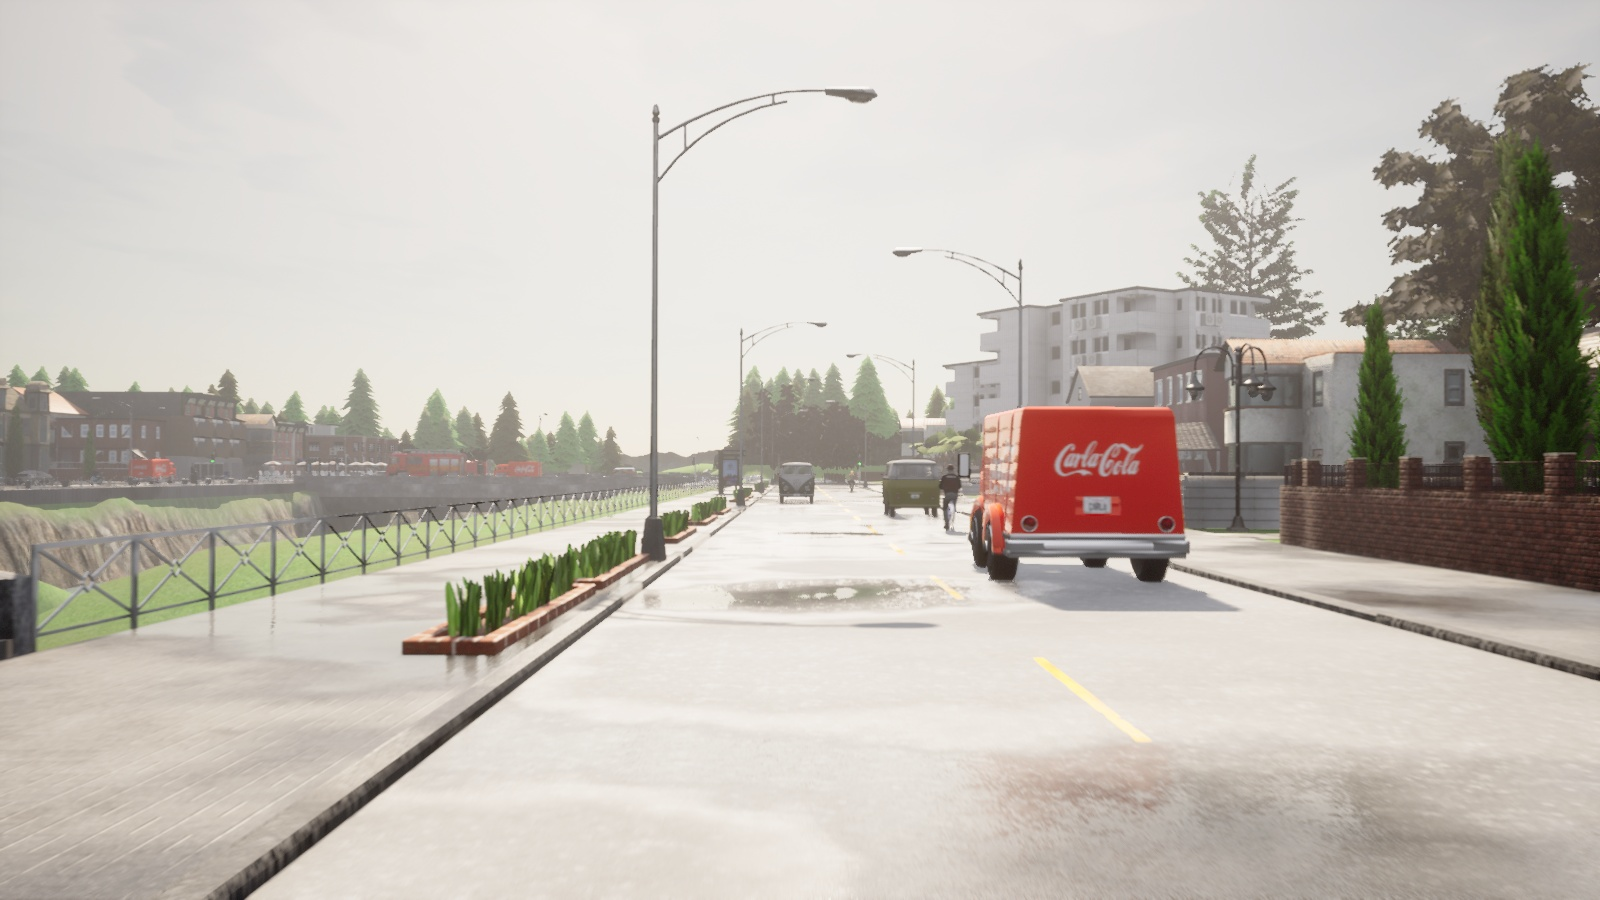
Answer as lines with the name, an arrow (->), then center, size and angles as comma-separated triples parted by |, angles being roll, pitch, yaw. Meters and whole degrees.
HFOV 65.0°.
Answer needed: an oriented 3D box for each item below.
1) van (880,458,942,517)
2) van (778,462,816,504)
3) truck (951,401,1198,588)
van -> 3.894, 1.297, 44.545 | 1.775, 1.987, 4.442 | 0, -1, 0
van -> -0.147, 1.605, 61.977 | 1.775, 1.987, 4.442 | 0, -1, 0
truck -> 3.953, 0.635, 19.275 | 2.627, 2.467, 5.204 | 0, -1, 0
